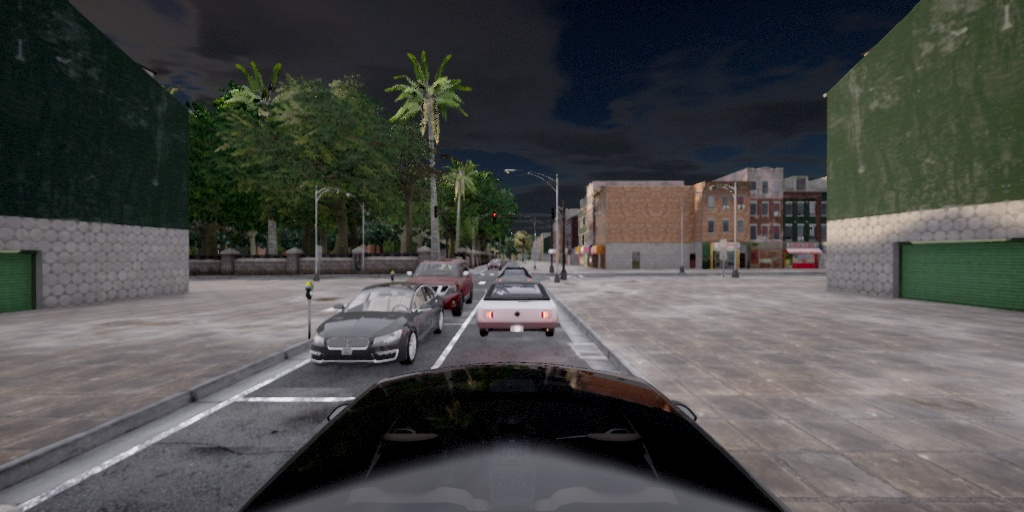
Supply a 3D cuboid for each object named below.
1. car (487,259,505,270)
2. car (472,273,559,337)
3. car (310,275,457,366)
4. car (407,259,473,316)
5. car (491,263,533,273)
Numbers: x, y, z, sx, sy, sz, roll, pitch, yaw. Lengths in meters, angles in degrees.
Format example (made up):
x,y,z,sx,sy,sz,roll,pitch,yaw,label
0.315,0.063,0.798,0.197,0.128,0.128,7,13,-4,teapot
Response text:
x,y,z,sx,sy,sz,roll,pitch,yaw,label
-2.480,1.203,51.494,1.967,1.591,4.097,0,0,0,car
0.126,1.337,10.224,1.895,1.301,4.718,0,0,0,car
-2.620,1.290,7.884,2.007,1.370,4.403,0,0,0,car
-2.602,1.047,13.347,2.192,1.841,5.009,0,0,0,car
0.163,1.292,19.396,1.994,1.385,4.181,0,0,2,car
